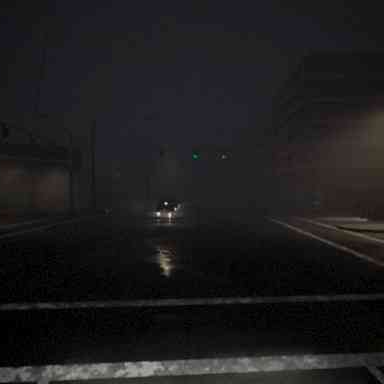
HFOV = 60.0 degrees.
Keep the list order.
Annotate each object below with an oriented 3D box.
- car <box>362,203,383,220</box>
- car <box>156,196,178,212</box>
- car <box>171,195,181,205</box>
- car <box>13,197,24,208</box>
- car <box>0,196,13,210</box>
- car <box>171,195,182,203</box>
[{"bbox_3d":[16.299,1.520,27.181,4.181,1.385,1.994,0,0,1],"label":"car"},{"bbox_3d":[-3.015,1.485,38.728,2.033,1.411,5.357,0,0,0],"label":"car"},{"bbox_3d":[-3.050,1.400,48.305,1.882,1.535,5.008,0,0,0],"label":"car"},{"bbox_3d":[-23.901,1.387,42.977,3.806,1.475,1.970,0,0,1],"label":"car"},{"bbox_3d":[-23.201,1.235,37.224,4.611,1.667,2.242,0,0,1],"label":"car"},{"bbox_3d":[-3.098,1.437,68.655,2.033,1.411,5.357,0,0,0],"label":"car"}]
